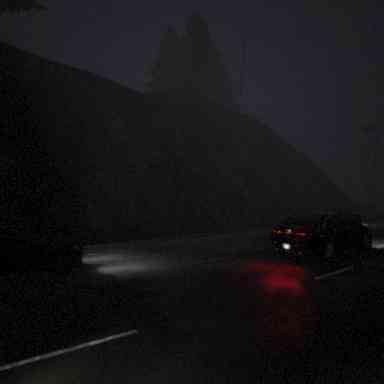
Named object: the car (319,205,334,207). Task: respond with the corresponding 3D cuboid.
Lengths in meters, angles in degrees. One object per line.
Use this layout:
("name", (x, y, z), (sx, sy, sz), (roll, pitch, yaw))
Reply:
("car", (8.648, 1.532, 20.473), (5.357, 1.411, 2.033), (0, 0, -45))

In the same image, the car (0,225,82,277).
("car", (-5.305, 1.548, 8.681), (4.674, 1.442, 1.812), (0, 0, -36))

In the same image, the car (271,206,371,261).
("car", (4.892, 1.497, 12.329), (4.892, 1.490, 1.837), (0, 0, -41))
